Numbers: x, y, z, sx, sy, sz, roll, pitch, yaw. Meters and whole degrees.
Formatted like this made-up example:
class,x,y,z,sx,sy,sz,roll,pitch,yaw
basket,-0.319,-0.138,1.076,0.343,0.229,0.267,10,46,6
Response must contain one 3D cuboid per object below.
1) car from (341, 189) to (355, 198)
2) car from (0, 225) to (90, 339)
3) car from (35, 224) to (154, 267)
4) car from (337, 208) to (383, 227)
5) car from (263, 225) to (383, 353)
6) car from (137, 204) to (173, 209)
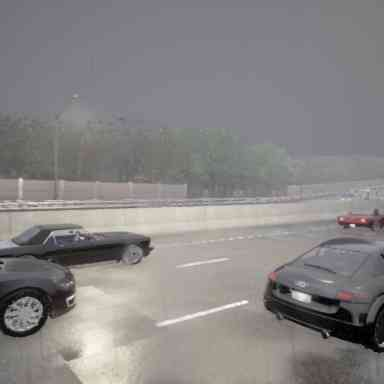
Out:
class,x,y,z,sx,sy,sz,roll,pitch,yaw
car,38.963,0.395,83.062,2.150,2.045,5.566,0,2,38
car,-4.295,1.504,4.980,4.892,1.490,1.837,0,0,-36
car,-3.539,1.600,9.820,4.718,1.301,1.895,0,0,-36
car,10.889,1.606,20.066,4.718,1.301,1.895,0,0,-35
car,3.296,1.566,6.218,4.181,1.385,1.994,0,0,-35
car,-2.689,1.549,23.531,5.357,1.411,2.033,0,0,-35
